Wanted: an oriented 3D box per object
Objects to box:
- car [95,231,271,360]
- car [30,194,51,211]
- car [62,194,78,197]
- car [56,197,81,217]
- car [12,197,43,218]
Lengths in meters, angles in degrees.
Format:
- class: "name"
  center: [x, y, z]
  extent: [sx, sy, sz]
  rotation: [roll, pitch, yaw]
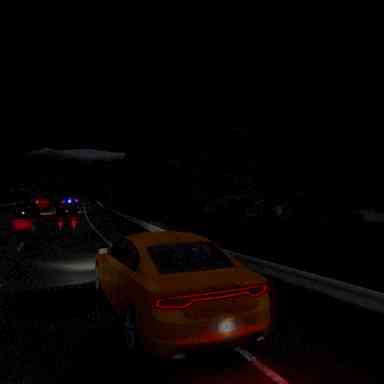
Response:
- class: "car"
  center: [-0.602, 1.478, 6.287]
  extent: [1.882, 1.535, 5.008]
  rotation: [0, 0, -24]
- class: "car"
  center: [-18.337, 1.221, 40.100]
  extent: [2.150, 2.045, 5.566]
  rotation: [0, 0, -19]
- class: "car"
  center: [-15.166, 1.221, 41.480]
  extent: [2.150, 2.045, 5.566]
  rotation: [0, 0, -18]
- class: "car"
  center: [-11.781, 1.492, 31.566]
  extent: [2.128, 1.511, 4.902]
  rotation: [0, 0, -19]
- class: "car"
  center: [-14.962, 1.505, 30.189]
  extent: [1.837, 1.490, 4.892]
  rotation: [0, 0, -19]
